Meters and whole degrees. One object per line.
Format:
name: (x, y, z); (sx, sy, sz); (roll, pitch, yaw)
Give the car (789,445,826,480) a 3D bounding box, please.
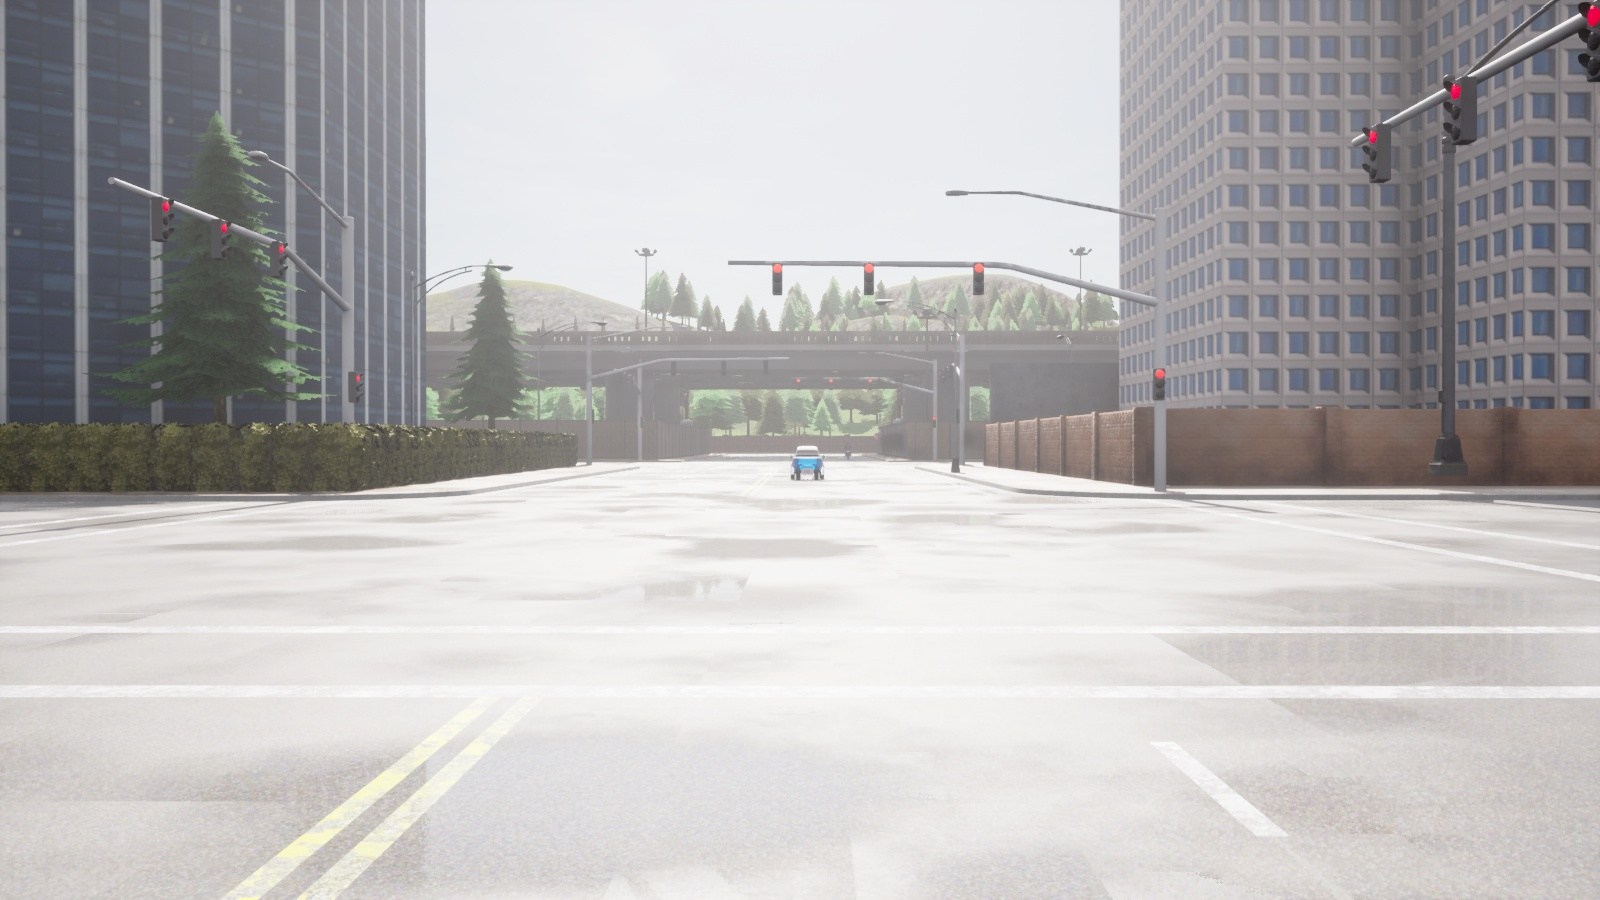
car: (0.301, 0.511, 51.549); (1.481, 1.376, 2.207); (0, 1, 0)
